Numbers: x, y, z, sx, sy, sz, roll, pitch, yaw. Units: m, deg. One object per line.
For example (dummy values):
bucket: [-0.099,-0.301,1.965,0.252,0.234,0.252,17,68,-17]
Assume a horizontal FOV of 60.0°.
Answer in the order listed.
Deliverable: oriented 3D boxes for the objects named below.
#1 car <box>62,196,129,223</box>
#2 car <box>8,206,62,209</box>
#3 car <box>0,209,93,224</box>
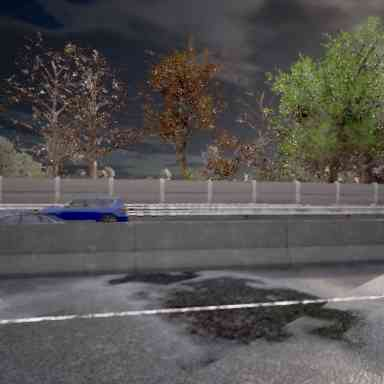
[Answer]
car: [-6.871,1.307,21.252,5.566,2.045,2.150,0,0,-12]
car: [-9.453,1.570,17.124,4.674,1.442,1.812,0,0,-12]
car: [-7.193,1.587,14.035,5.357,1.411,2.033,0,0,-12]
